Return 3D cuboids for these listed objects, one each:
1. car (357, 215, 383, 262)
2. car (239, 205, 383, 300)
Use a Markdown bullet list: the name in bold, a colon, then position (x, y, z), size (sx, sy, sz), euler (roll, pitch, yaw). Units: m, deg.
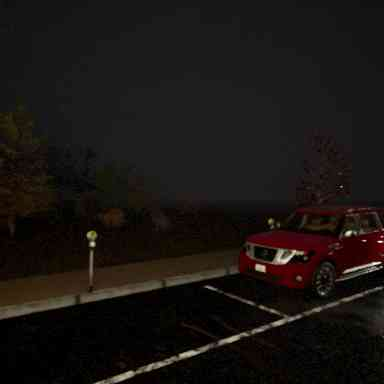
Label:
- **car**: position (8.029, 1.547, 11.816), size (4.403, 1.369, 2.008), euler (0, 1, -35)
- **car**: position (3.524, 1.313, 8.598), size (5.009, 1.841, 2.192), euler (0, 1, -35)
